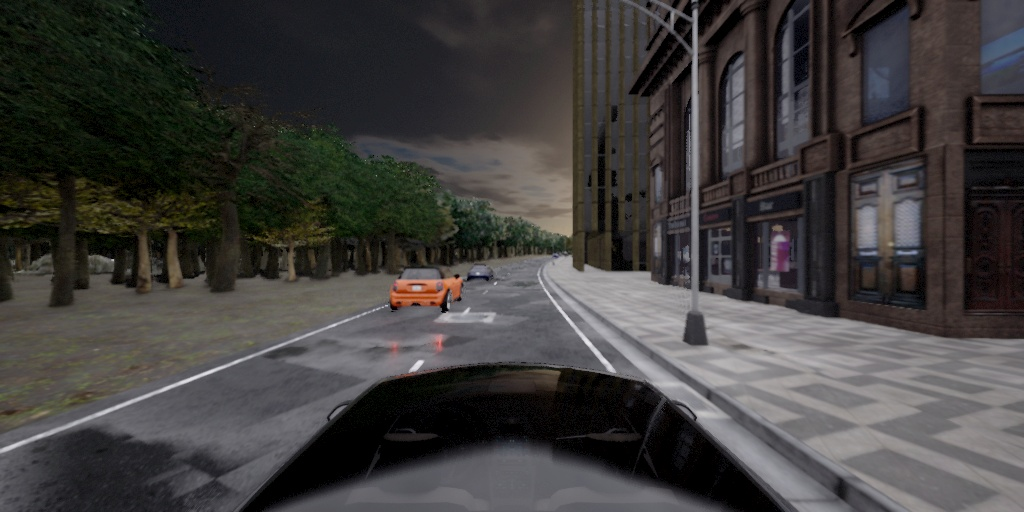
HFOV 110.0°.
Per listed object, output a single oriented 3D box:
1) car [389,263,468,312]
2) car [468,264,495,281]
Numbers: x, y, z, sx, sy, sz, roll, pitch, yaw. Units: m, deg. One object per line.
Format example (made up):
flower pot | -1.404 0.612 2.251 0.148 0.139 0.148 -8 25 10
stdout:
car | -3.274 1.146 14.631 2.097 1.767 4.553 0 0 1
car | -2.676 1.412 31.377 1.994 1.385 4.181 0 0 3
